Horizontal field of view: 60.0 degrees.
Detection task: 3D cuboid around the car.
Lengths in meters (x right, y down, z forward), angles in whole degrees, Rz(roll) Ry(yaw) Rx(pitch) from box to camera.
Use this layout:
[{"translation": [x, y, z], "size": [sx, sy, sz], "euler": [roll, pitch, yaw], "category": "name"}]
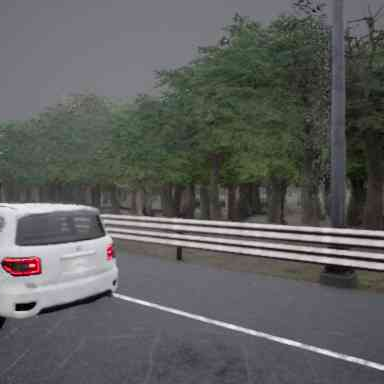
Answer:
[{"translation": [-3.962, 1.228, 6.959], "size": [5.566, 2.045, 2.150], "euler": [0, 0, 37], "category": "car"}]
